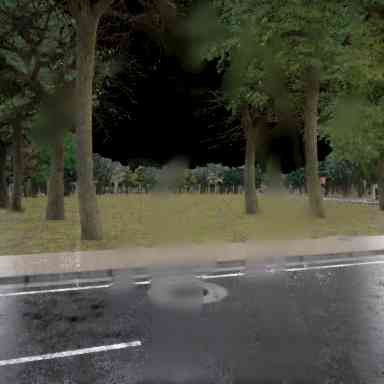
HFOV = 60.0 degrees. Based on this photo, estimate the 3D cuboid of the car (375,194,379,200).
[{"bbox_3d":[45.225,1.253,80.036,1.994,1.385,4.181,0,0,5],"label":"car"}]
